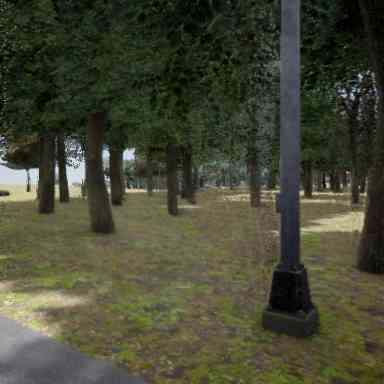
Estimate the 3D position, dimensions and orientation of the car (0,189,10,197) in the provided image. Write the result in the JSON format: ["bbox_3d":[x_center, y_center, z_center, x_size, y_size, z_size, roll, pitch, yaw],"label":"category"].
[{"bbox_3d":[-37.158,0.254,62.898,2.128,1.511,4.902,-2,0,34],"label":"car"}]
